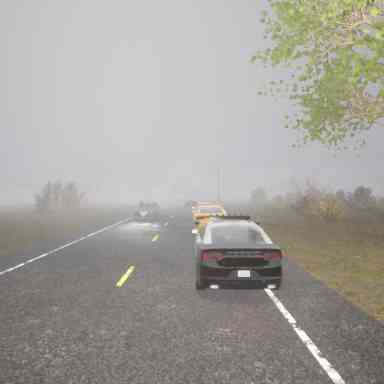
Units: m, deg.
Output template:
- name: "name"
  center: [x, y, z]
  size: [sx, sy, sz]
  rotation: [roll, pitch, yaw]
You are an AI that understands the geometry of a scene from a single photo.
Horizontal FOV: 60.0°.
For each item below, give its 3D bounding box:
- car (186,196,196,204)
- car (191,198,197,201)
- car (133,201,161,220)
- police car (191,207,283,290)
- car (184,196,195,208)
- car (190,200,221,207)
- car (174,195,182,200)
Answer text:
- name: "car"
  center: [-0.139, 1.516, 63.322]
  size: [1.837, 1.490, 4.892]
  rotation: [0, 0, 0]
- name: "car"
  center: [0.994, 1.461, 25.305]
  size: [1.801, 1.575, 5.366]
  rotation: [0, 0, 0]
- name: "car"
  center: [-3.660, 1.497, 27.610]
  size: [2.128, 1.511, 4.902]
  rotation: [0, 0, 0]
- name: "police car"
  center: [1.030, 1.428, 9.223]
  size: [1.930, 1.638, 5.238]
  rotation: [0, 0, 0]
- name: "car"
  center: [-0.069, 1.534, 47.654]
  size: [1.812, 1.442, 4.674]
  rotation: [0, 0, 1]
- name: "car"
  center: [1.008, 1.482, 19.114]
  size: [1.882, 1.535, 5.008]
  rotation: [0, 0, 0]
- name: "car"
  center: [-3.699, 1.523, 90.828]
  size: [1.837, 1.490, 4.892]
  rotation: [0, 0, 0]
